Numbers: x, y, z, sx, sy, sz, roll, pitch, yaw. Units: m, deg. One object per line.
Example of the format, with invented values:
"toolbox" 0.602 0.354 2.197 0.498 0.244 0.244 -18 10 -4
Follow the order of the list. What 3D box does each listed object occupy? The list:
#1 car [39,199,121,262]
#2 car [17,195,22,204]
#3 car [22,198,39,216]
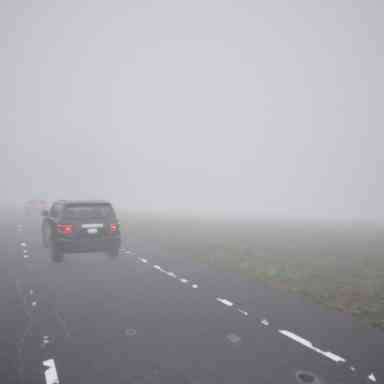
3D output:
"car" -4.367 1.294 12.709 2.150 2.045 5.566 0 0 -28
"car" -36.979 1.976 73.318 1.812 1.442 4.674 0 0 -28
"car" -16.208 1.532 34.713 2.097 1.767 4.553 0 -1 -28
